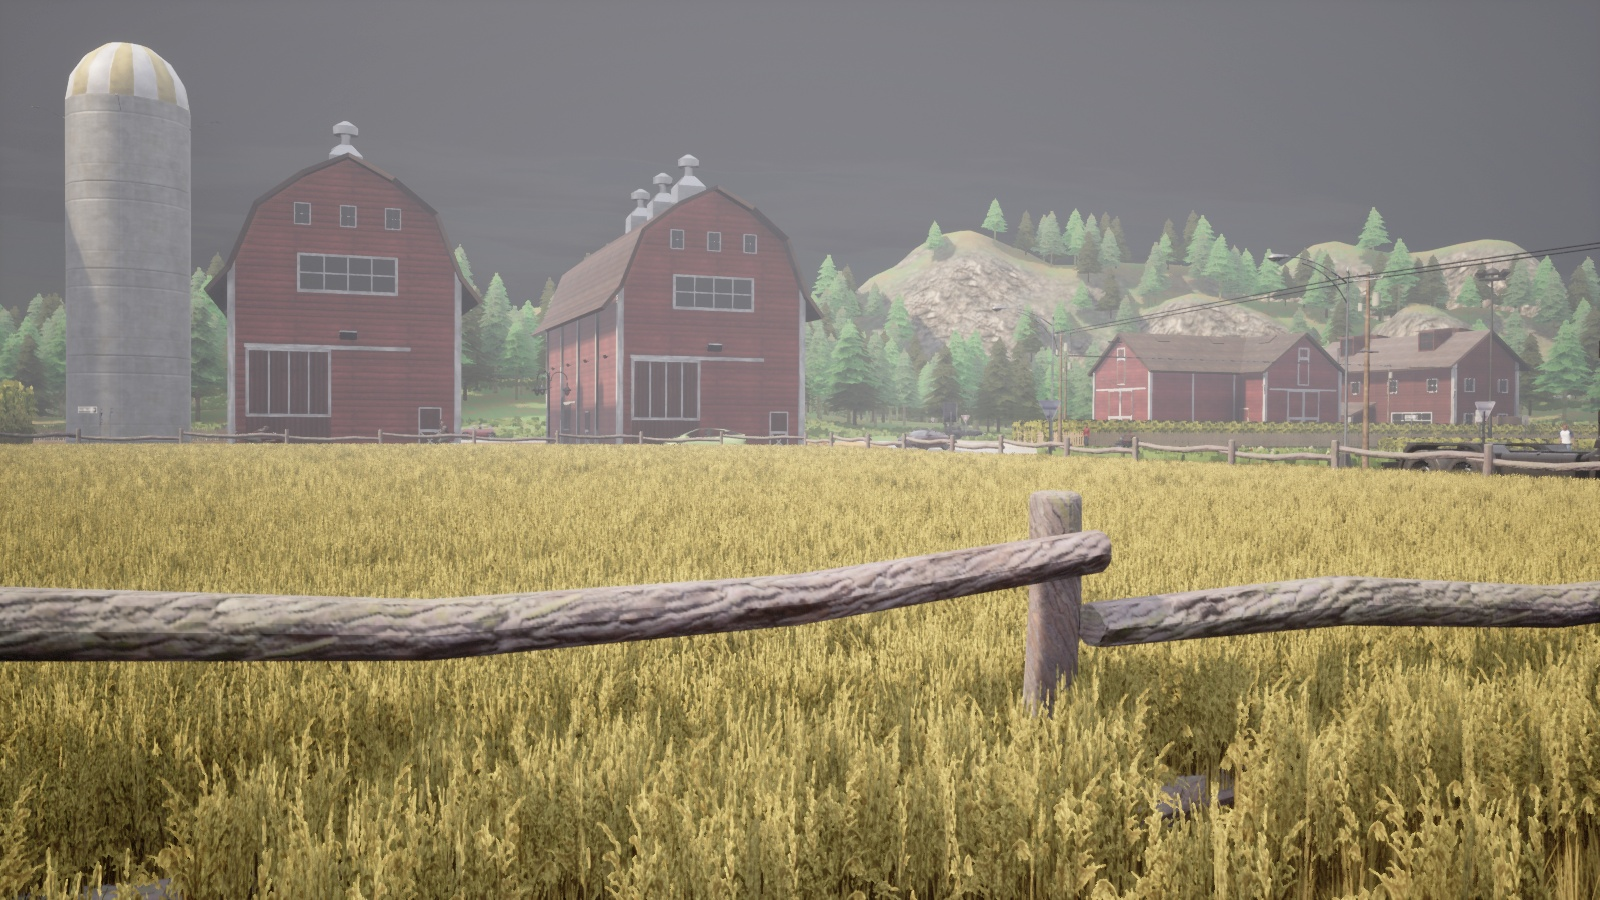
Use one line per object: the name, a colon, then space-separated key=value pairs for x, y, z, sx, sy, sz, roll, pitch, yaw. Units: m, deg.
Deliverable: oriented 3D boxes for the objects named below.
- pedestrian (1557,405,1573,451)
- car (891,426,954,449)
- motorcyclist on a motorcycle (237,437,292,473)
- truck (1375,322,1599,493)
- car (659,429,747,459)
pedestrian: x=31.033 y=-0.883 z=50.923 sx=0.706 sy=1.836 sz=0.354 roll=-2 pitch=1 yaw=-42
car: x=8.150 y=-0.835 z=83.416 sx=1.812 sy=1.442 sz=4.674 roll=0 pitch=1 yaw=40
motorcyclist on a motorcycle: x=-23.726 y=0.215 z=55.660 sx=2.191 sy=1.530 sz=0.866 roll=-1 pitch=1 yaw=-24
truck: x=16.877 y=-0.900 z=27.619 sx=2.891 sy=3.462 sz=7.936 roll=-1 pitch=1 yaw=-21
car: x=-5.195 y=-0.345 z=66.941 sx=4.514 sy=1.525 sz=2.007 roll=-1 pitch=1 yaw=-8
